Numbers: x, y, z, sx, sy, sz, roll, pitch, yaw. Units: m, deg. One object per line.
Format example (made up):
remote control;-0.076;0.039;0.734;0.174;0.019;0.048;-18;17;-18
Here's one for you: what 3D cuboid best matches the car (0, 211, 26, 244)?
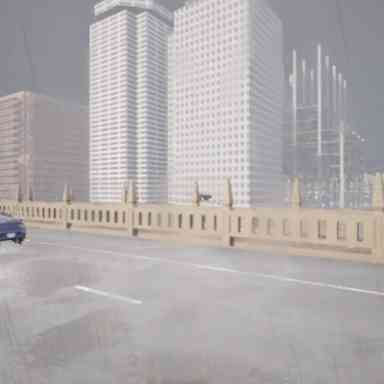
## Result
car;-9.039;1.539;14.424;4.674;1.442;1.812;0;0;34
